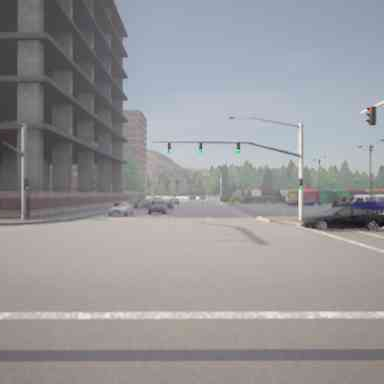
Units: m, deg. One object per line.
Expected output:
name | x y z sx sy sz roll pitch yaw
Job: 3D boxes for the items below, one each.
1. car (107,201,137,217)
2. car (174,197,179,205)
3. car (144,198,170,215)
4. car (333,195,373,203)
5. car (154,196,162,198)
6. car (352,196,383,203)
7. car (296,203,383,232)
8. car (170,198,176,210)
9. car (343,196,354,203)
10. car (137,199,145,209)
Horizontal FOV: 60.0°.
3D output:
car | -7.292 1.719 34.290 1.812 1.442 4.674 0 0 0
car | -3.573 1.876 68.318 2.128 1.511 4.902 0 0 0
car | -3.782 1.712 36.992 1.837 1.490 4.892 0 0 0
car | 25.155 1.499 52.156 4.605 1.855 1.932 0 0 1
car | -7.070 1.734 68.552 2.097 1.767 4.553 0 0 0
car | 25.145 1.710 46.577 3.806 1.475 1.970 0 0 1
car | 9.553 1.679 21.157 5.008 1.535 1.882 -1 0 0
car | -3.737 1.872 48.448 1.895 1.301 4.718 0 0 0
car | 25.176 1.695 49.472 3.905 1.438 1.784 0 0 1
car | -7.236 1.763 48.379 2.128 1.511 4.902 0 0 0
